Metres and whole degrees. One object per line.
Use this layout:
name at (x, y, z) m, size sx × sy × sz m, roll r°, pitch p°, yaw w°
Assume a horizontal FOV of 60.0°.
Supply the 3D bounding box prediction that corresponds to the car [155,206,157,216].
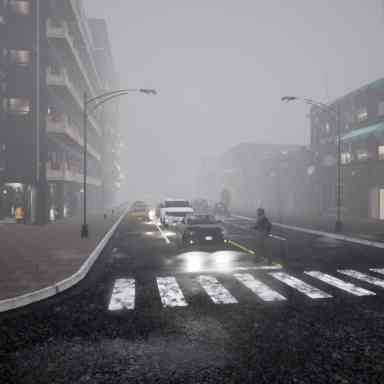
car at (-2.878, 1.899, 35.373) m, size 1.882 × 1.535 × 5.008 m, roll 0°, pitch -1°, yaw -9°

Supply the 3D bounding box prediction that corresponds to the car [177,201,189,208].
car at (-1.826, 2.359, 64.302) m, size 1.802 × 1.307 × 4.206 m, roll -1°, pitch -1°, yaw -9°

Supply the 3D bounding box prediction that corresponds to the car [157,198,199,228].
car at (-1.187, 1.518, 25.072) m, size 2.150 × 2.045 × 5.566 m, roll 0°, pitch -1°, yaw -9°

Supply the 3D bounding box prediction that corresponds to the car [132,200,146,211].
car at (-8.250, 2.060, 51.760) m, size 1.967 × 1.590 × 4.097 m, roll -1°, pitch -1°, yaw -9°

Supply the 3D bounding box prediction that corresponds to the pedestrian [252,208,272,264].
pedestrian at (2.289, 1.421, 10.871) m, size 0.375 × 1.860 × 0.375 m, roll -1°, pitch 0°, yaw -9°

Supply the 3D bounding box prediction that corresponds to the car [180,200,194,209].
car at (-0.927, 2.236, 58.870) m, size 1.752 × 1.417 × 4.829 m, roll -1°, pitch -1°, yaw -9°

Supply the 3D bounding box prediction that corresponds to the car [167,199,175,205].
car at (-5.564, 2.583, 86.873) m, size 1.752 × 1.417 × 4.829 m, roll -1°, pitch -1°, yaw -9°

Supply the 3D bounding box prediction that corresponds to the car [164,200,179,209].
car at (-3.709, 2.213, 59.852) m, size 2.128 × 1.511 × 4.902 m, roll 0°, pitch -1°, yaw -9°

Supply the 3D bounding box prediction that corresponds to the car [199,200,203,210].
car at (1.884, 2.085, 41.899) m, size 1.802 × 1.307 × 4.206 m, roll -1°, pitch -1°, yaw -9°

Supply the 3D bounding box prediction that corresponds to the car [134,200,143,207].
car at (-11.026, 2.371, 68.562) m, size 1.887 × 1.381 × 4.507 m, roll -1°, pitch -1°, yaw -9°

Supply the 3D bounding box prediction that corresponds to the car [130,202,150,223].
car at (-4.579, 1.870, 29.177) m, size 1.752 × 1.417 × 4.829 m, roll -1°, pitch -1°, yaw -9°

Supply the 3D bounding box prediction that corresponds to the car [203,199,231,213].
car at (2.831, 1.875, 36.305) m, size 1.967 × 1.590 × 4.097 m, roll -1°, pitch -1°, yaw -9°

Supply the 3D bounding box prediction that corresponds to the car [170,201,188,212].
car at (-2.022, 2.087, 49.696) m, size 2.128 × 1.511 × 4.902 m, roll 0°, pitch -1°, yaw -9°

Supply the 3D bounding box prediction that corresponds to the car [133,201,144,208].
car at (-10.098, 2.323, 62.961) m, size 1.947 × 1.339 × 4.313 m, roll -1°, pitch -1°, yaw -9°

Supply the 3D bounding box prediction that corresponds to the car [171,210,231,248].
car at (0.368, 1.748, 15.676) m, size 1.994 × 1.385 × 4.181 m, roll 0°, pitch -1°, yaw -9°
